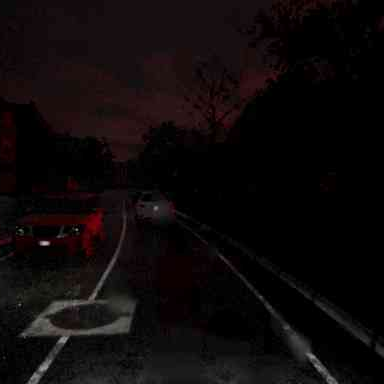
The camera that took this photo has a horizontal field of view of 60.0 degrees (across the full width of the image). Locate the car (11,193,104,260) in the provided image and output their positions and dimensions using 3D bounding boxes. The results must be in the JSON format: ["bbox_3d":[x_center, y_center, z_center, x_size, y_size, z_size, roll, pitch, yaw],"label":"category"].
[{"bbox_3d":[-4.611,1.071,12.332,2.150,2.045,5.566,1,1,-8],"label":"car"}]

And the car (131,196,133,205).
[{"bbox_3d":[-6.367,0.812,40.395,2.033,1.411,5.357,1,1,-12],"label":"car"}]

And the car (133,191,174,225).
[{"bbox_3d":[-2.484,0.927,21.382,2.150,2.045,5.566,1,1,-10],"label":"car"}]
